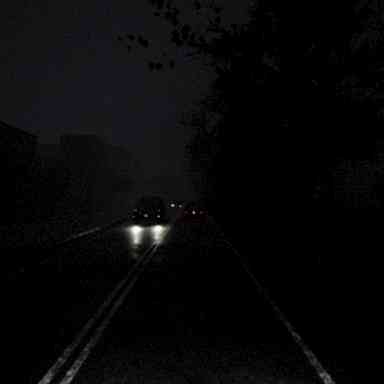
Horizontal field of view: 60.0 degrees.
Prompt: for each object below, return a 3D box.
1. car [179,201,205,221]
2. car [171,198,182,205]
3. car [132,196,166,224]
[{"bbox_3d":[0.146,1.694,28.774,2.033,1.411,5.357,0,0,0],"label":"car"},{"bbox_3d":[-3.102,1.886,68.412,1.812,1.442,4.674,0,0,0],"label":"car"},{"bbox_3d":[-3.307,1.355,26.682,2.150,2.045,5.566,0,0,0],"label":"car"}]
